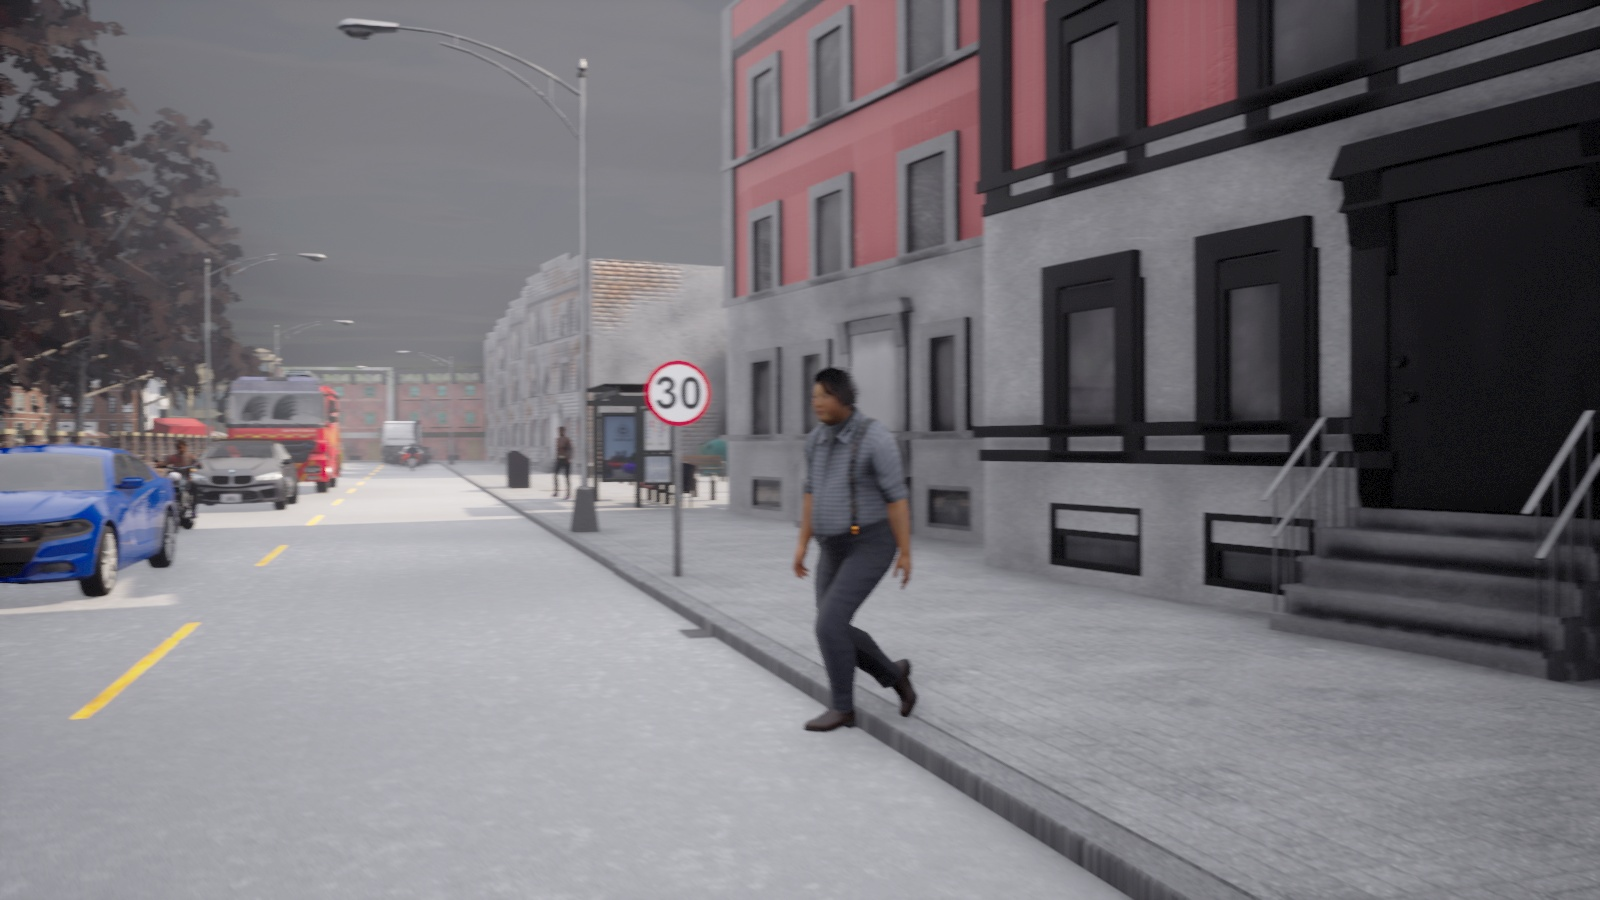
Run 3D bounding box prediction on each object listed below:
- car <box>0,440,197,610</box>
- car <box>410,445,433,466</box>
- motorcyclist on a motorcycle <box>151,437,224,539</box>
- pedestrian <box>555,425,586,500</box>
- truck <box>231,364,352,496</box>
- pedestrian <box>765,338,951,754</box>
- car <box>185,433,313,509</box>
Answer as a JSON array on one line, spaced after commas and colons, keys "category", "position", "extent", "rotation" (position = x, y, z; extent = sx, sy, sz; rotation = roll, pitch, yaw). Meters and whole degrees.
[{"category": "car", "position": [-8.098, 0.668, 13.751], "extent": [1.882, 1.535, 5.008], "rotation": [0, 0, -16]}, {"category": "car", "position": [-26.064, 0.376, 86.441], "extent": [1.481, 1.376, 2.207], "rotation": [0, 1, -17]}, {"category": "motorcyclist on a motorcycle", "position": [-10.502, 0.602, 21.613], "extent": [0.766, 1.649, 2.350], "rotation": [0, 1, -17]}, {"category": "pedestrian", "position": [-5.627, 0.294, 30.829], "extent": [0.328, 1.805, 0.869], "rotation": [0, 0, 22]}, {"category": "truck", "position": [-16.431, -0.608, 41.116], "extent": [2.891, 3.827, 8.468], "rotation": [0, 0, -17]}, {"category": "pedestrian", "position": [0.274, 0.424, 5.984], "extent": [0.694, 1.848, 0.540], "rotation": [0, 0, -33]}, {"category": "car", "position": [-13.078, 0.455, 30.101], "extent": [2.242, 1.667, 4.611], "rotation": [0, 0, -17]}]
